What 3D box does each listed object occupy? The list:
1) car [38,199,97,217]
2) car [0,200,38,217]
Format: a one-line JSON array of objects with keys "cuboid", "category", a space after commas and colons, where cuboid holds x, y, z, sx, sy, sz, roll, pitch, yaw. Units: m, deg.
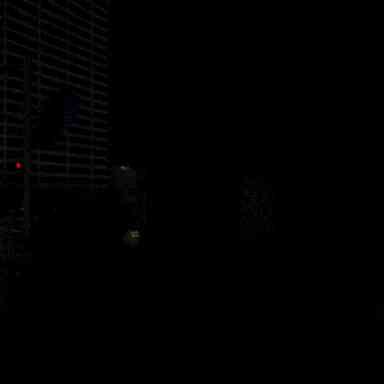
[{"cuboid": [-11.148, 1.407, 30.781, 1.882, 1.535, 5.008, 0, 0, 35], "category": "car"}, {"cuboid": [-15.518, 1.466, 30.666, 2.033, 1.411, 5.357, 0, 0, 35], "category": "car"}]
